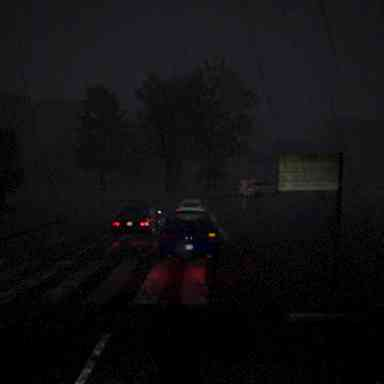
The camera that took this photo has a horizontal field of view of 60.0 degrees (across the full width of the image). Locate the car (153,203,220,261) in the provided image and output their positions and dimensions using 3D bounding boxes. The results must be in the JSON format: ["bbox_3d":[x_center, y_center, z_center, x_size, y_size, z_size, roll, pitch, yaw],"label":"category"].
[{"bbox_3d":[-0.116,1.376,11.913,1.882,1.535,5.008,0,1,-1],"label":"car"}]

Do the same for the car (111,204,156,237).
[{"bbox_3d":[-2.687,1.331,16.857,2.033,1.411,5.357,0,2,0],"label":"car"}]

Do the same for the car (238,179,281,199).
[{"bbox_3d":[7.630,-0.385,37.145,5.566,2.045,2.150,-4,6,-38],"label":"car"}]

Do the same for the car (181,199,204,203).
[{"bbox_3d":[0.016,1.141,21.086,1.812,1.442,4.674,0,3,5],"label":"car"}]
